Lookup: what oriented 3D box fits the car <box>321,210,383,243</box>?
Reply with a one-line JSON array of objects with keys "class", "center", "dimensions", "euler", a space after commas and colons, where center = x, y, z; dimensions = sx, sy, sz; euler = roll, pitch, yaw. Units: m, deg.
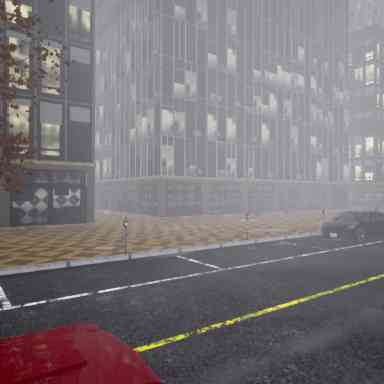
[{"class": "car", "center": [8.140, 1.563, 16.226], "dimensions": [4.313, 1.339, 1.947], "euler": [0, 0, -36]}]

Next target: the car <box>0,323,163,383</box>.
[{"class": "car", "center": [-2.322, 1.601, 1.666], "dimensions": [4.718, 1.301, 1.895], "euler": [0, 0, -35]}]
